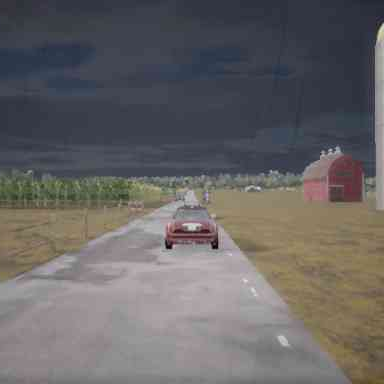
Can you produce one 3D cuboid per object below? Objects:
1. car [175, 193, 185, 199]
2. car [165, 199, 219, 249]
[{"bbox_3d":[-2.750,1.357,76.682,2.150,2.045,5.566,0,0,0],"label":"car"},{"bbox_3d":[0.000,1.375,14.621,2.097,1.767,4.553,0,0,0],"label":"car"}]
